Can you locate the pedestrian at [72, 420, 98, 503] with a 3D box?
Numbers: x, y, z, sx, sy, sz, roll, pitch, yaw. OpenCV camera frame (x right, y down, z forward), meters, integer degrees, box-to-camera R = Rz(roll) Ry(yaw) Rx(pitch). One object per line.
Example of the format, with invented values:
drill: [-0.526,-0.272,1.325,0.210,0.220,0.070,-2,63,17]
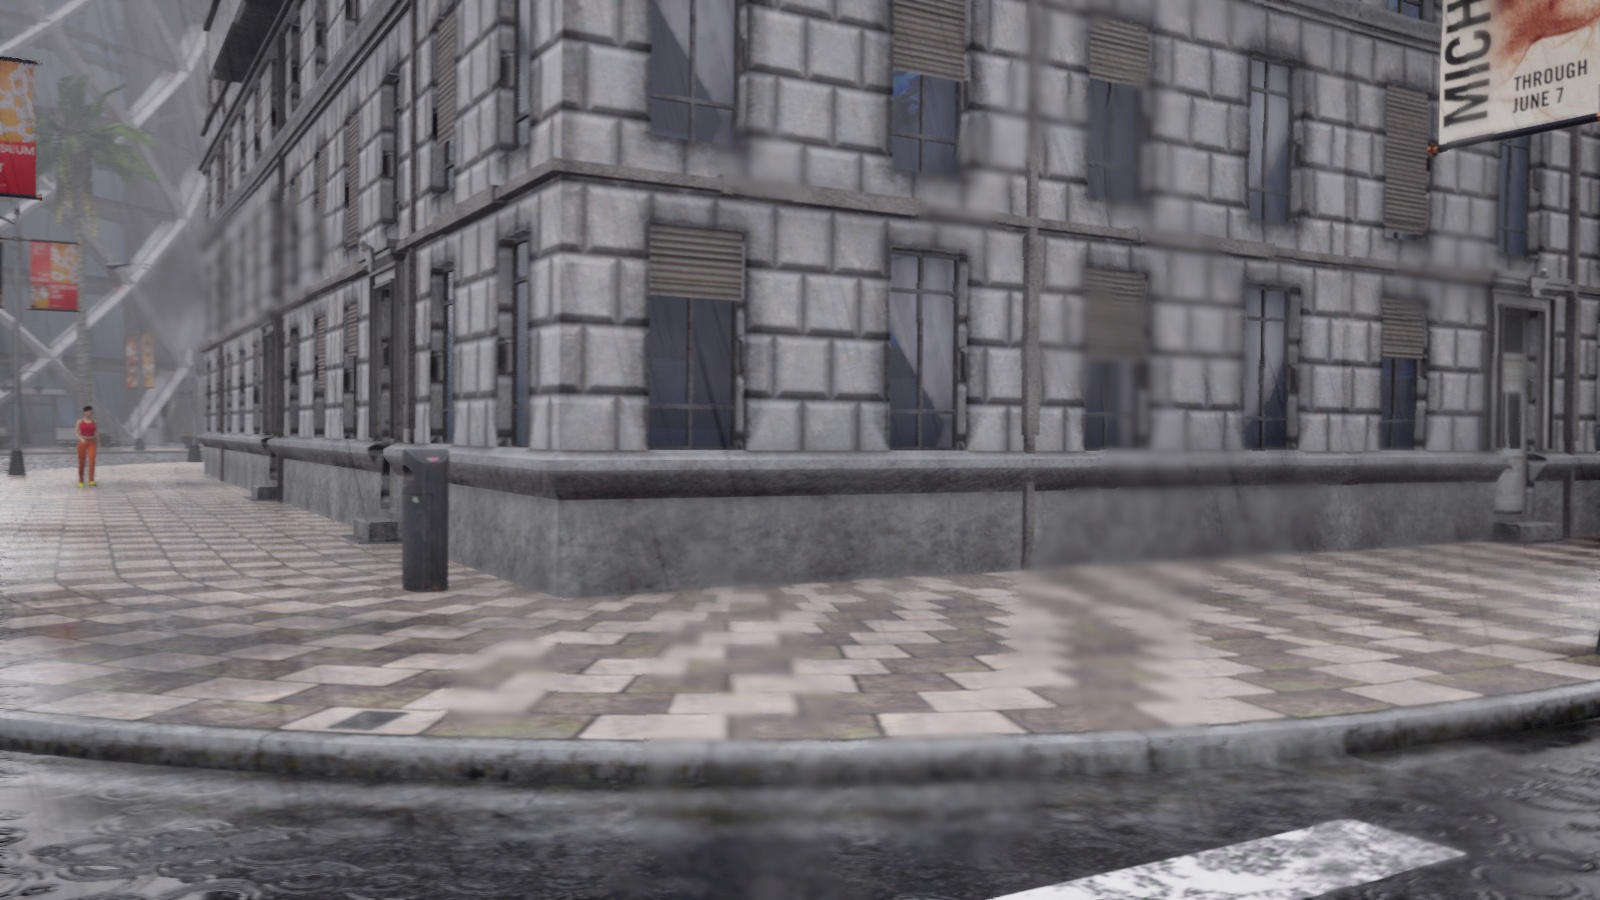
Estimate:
pedestrian: [-15.971,0.249,28.048,0.345,1.836,0.594,-1,1,-42]
